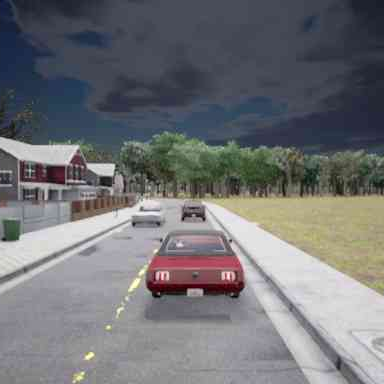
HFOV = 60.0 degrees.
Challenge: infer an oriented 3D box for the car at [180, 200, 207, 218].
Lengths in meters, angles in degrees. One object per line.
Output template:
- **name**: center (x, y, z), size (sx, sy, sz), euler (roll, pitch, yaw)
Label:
- **car**: center (0.112, 1.431, 26.434), size (1.837, 1.490, 4.892), euler (0, 0, 0)

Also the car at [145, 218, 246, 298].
- **car**: center (0.099, 1.578, 8.386), size (1.895, 1.301, 4.718), euler (0, 0, 1)

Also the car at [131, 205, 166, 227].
- **car**: center (-2.843, 1.539, 22.405), size (1.895, 1.301, 4.718), euler (0, 0, 0)
